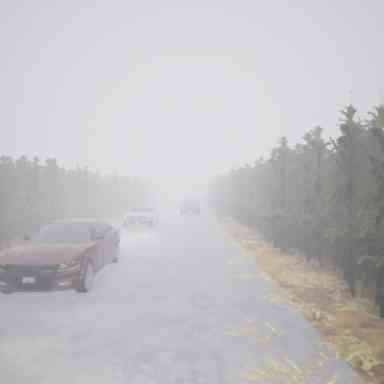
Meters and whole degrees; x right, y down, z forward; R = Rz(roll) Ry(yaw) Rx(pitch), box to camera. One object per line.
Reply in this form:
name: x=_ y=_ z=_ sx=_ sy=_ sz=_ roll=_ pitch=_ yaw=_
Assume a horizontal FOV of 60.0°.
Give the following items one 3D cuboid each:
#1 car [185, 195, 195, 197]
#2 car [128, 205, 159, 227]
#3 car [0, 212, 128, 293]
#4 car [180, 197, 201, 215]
car: x=-0.278 y=1.194 z=46.512 sx=1.812 sy=1.442 sz=4.674 roll=0 pitch=0 yaw=0
car: x=-3.341 y=1.556 z=22.311 sx=1.895 sy=1.301 sz=4.718 roll=0 pitch=0 yaw=0
car: x=-3.255 y=1.486 z=9.089 sx=1.882 sy=1.535 sz=5.008 roll=0 pitch=0 yaw=0
car: x=-0.163 y=1.430 z=31.548 sx=1.895 sy=1.301 sz=4.718 roll=0 pitch=1 yaw=0
